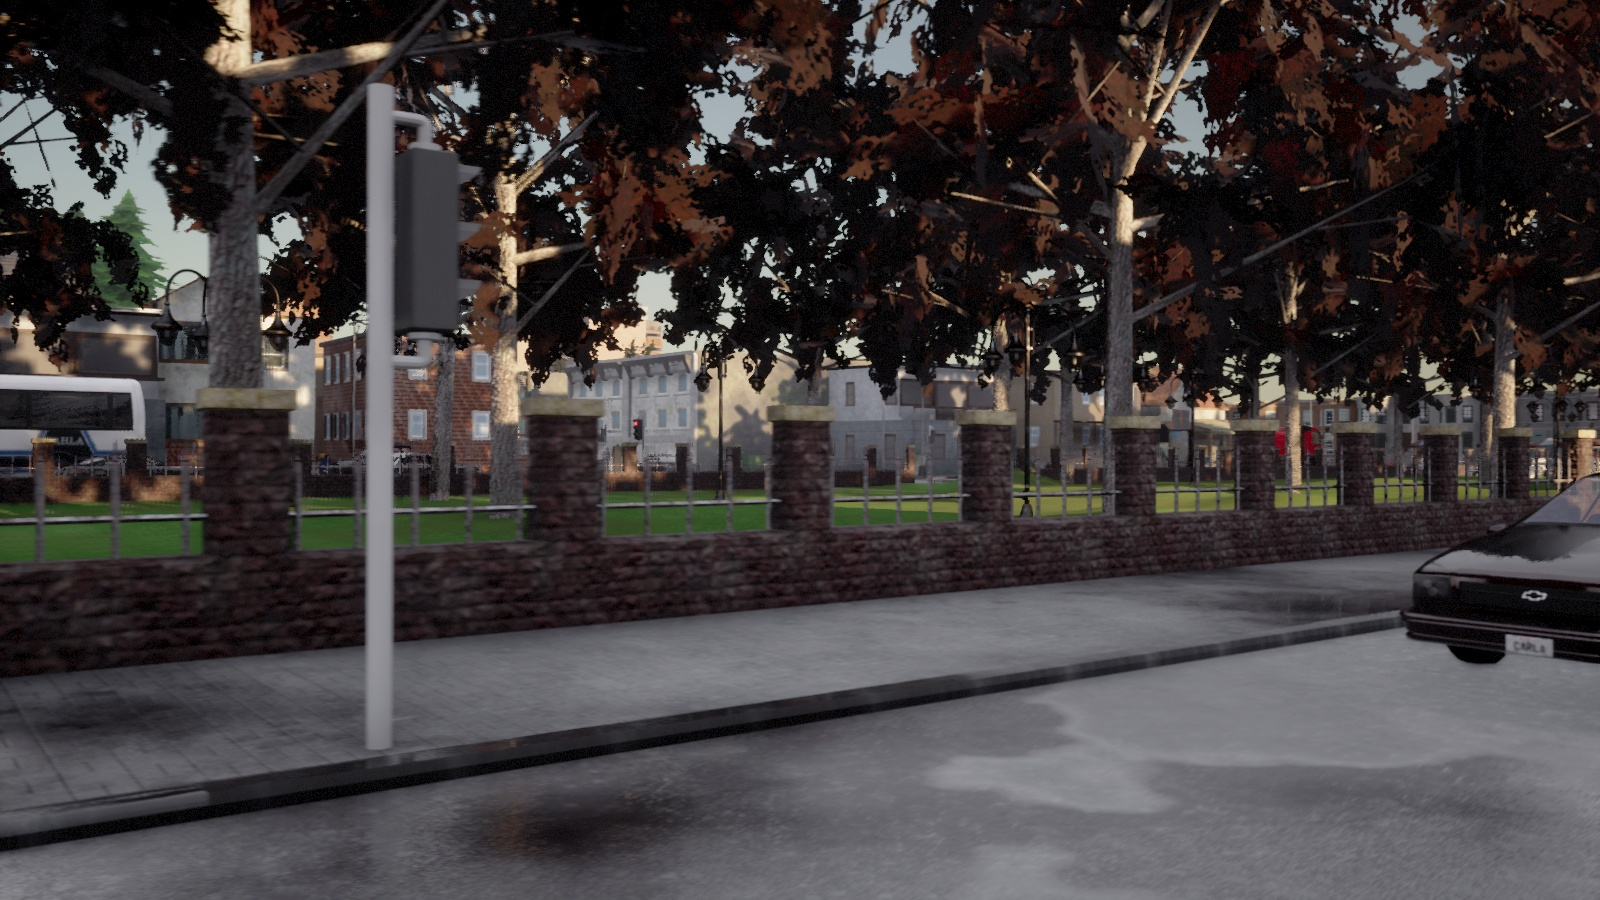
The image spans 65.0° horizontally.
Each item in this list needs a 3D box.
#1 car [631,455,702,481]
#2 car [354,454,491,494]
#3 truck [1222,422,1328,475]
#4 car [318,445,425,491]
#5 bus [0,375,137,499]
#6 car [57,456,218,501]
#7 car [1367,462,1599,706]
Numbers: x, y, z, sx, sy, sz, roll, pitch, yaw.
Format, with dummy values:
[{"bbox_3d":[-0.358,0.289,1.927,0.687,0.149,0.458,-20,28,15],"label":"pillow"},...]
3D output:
[{"bbox_3d":[-7.550,0.990,70.572,1.812,1.442,4.674,0,0,-37],"label":"car"},{"bbox_3d":[-14.896,0.928,49.705,4.892,1.490,1.837,0,0,-39],"label":"car"},{"bbox_3d":[32.254,-0.071,85.121,7.936,3.462,2.891,0,0,-37],"label":"truck"},{"bbox_3d":[-17.898,0.734,52.517,3.866,1.878,1.905,0,0,-35],"label":"car"},{"bbox_3d":[-29.327,-0.435,44.004,10.273,4.253,3.944,0,0,-37],"label":"bus"},{"bbox_3d":[-22.957,0.951,43.630,4.674,1.442,1.812,0,0,-40],"label":"car"},{"bbox_3d":[6.632,0.803,9.324,5.357,1.411,2.033,0,0,-36],"label":"car"}]
